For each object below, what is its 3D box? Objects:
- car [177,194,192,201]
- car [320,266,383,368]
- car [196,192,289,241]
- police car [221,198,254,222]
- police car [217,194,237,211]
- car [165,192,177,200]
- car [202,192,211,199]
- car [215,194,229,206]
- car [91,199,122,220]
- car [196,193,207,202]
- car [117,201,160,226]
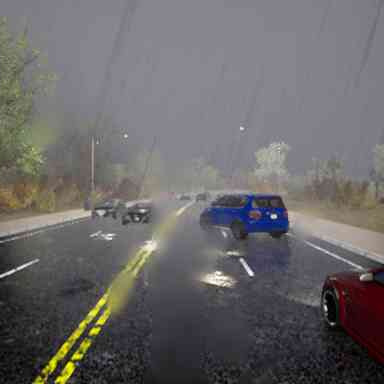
[{"bbox_3d":[-1.192,1.041,63.156,1.895,1.301,4.718,0,1,5],"label":"car"},{"bbox_3d":[3.213,1.532,4.108,1.994,1.385,4.181,0,0,0],"label":"car"},{"bbox_3d":[2.385,1.096,16.381,2.150,2.045,5.566,0,0,-23],"label":"car"},{"bbox_3d":[3.430,1.299,25.958,2.038,1.542,4.974,0,0,1],"label":"police car"},{"bbox_3d":[3.796,1.120,36.985,1.930,1.638,5.238,0,1,2],"label":"police car"},{"bbox_3d":[-4.118,0.759,67.077,2.097,1.767,4.553,0,1,5],"label":"car"},{"bbox_3d":[3.334,0.775,77.216,1.837,1.490,4.892,0,1,6],"label":"car"},{"bbox_3d":[4.323,1.093,47.790,1.837,1.490,4.892,0,1,3],"label":"car"},{"bbox_3d":[-6.394,1.292,26.052,2.128,1.511,4.902,0,0,2],"label":"car"},{"bbox_3d":[1.734,0.983,59.118,1.837,1.490,4.892,0,1,5],"label":"car"},{"bbox_3d":[-3.240,1.398,21.726,1.994,1.385,4.181,0,0,1],"label":"car"}]
